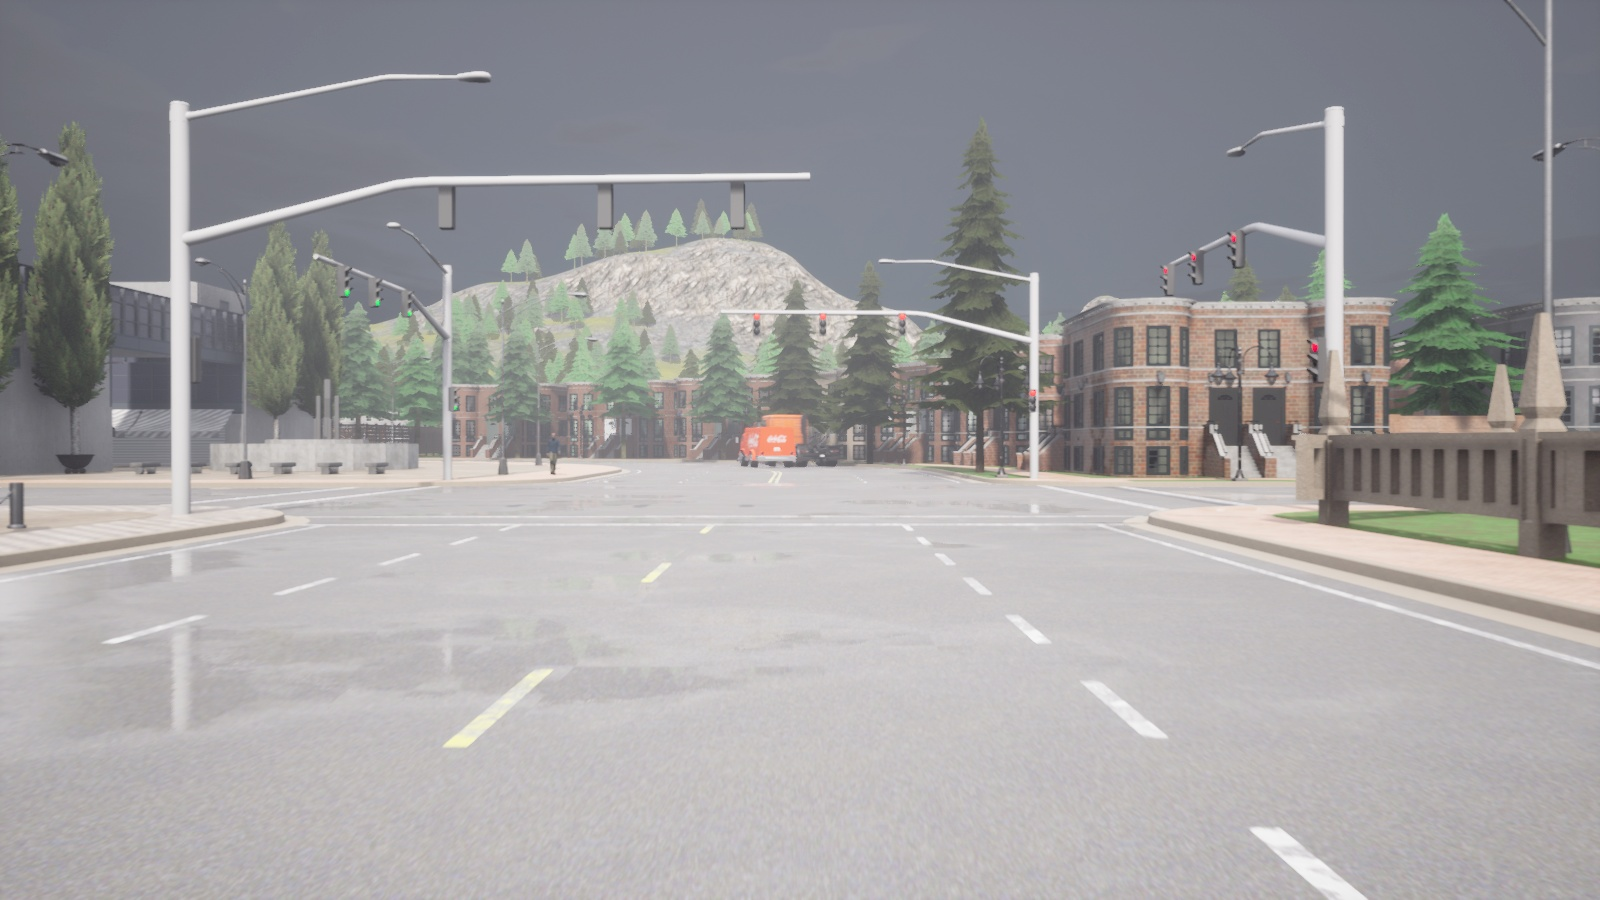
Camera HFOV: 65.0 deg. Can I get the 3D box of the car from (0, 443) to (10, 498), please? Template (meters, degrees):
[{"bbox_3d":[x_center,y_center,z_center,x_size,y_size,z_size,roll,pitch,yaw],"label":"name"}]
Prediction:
[{"bbox_3d":[-23.900,0.545,33.176,4.892,1.490,1.837,0,0,0],"label":"car"}]

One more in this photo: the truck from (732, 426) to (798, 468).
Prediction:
[{"bbox_3d":[-2.205,-0.175,76.882,2.627,2.467,5.204,0,0,-19],"label":"truck"}]

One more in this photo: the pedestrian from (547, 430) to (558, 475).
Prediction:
[{"bbox_3d":[-10.231,0.104,51.936,0.402,1.842,0.726,0,0,-6],"label":"pedestrian"}]

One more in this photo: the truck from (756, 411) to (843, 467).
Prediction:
[{"bbox_3d":[-0.118,-0.693,81.138,2.891,3.462,7.936,0,0,-22],"label":"truck"}]
